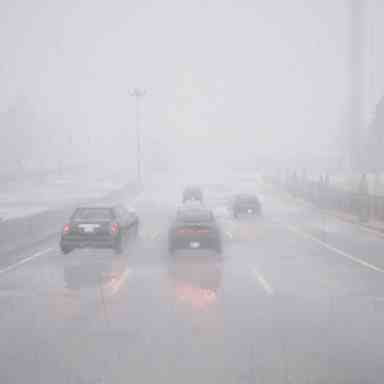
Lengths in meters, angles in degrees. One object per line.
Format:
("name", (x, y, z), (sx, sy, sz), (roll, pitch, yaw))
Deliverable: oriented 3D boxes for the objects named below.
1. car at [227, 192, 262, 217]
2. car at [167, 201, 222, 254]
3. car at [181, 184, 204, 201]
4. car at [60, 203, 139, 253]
("car", (3.590, 0.781, 23.164), (1.837, 1.490, 4.892), (0, 4, 0))
("car", (0.099, 1.351, 12.864), (1.837, 1.490, 4.892), (0, 2, 0))
("car", (0.059, 0.064, 30.839), (1.837, 1.490, 4.892), (0, 6, 0))
("car", (-3.401, 1.190, 13.109), (2.097, 1.767, 4.553), (0, 2, 0))
